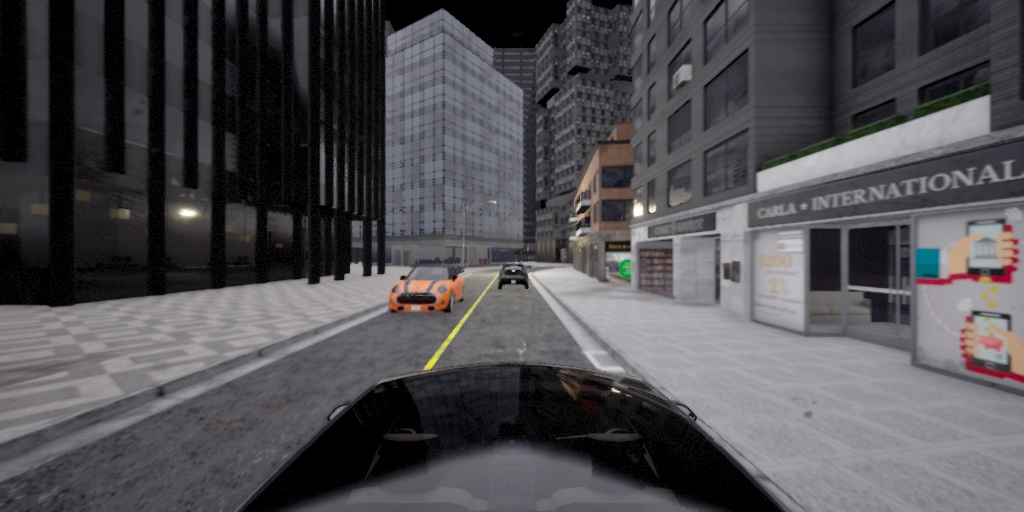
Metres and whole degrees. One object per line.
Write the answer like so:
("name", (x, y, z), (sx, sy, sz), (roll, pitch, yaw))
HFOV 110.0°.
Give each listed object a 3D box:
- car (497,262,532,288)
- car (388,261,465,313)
("car", (0.094, 1.240, 23.341), (1.837, 1.490, 4.892), (0, 0, 0))
("car", (-3.081, 1.093, 13.776), (2.097, 1.767, 4.553), (0, 0, 0))
